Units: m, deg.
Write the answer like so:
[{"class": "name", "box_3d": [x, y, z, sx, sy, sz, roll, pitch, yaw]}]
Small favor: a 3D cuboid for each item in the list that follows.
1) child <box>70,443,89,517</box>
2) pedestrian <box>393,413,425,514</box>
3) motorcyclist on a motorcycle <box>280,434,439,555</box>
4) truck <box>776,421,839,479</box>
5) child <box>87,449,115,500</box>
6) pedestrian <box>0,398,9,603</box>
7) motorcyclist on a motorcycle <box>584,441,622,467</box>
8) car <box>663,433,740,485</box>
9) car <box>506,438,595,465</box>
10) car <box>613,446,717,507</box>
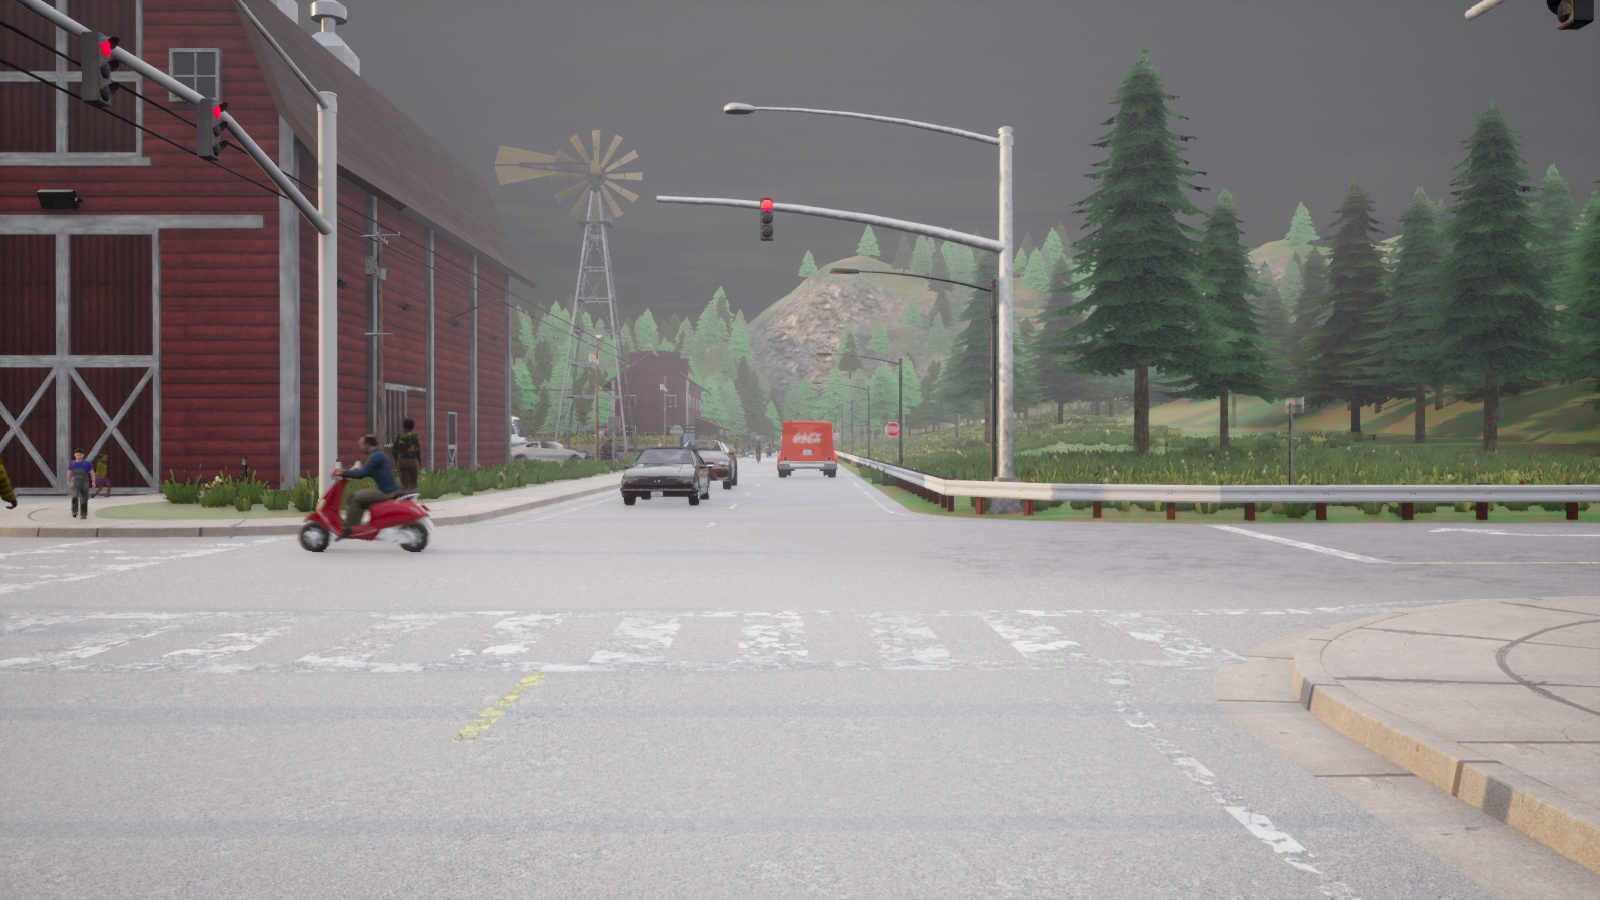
[{"class": "child", "box_3d": [-12.356, 0.506, 21.534, 0.270, 1.263, 0.437, 0, 0, -27]}, {"class": "pedestrian", "box_3d": [-7.644, 0.257, 24.546, 0.395, 1.930, 0.692, 0, 0, 2]}, {"class": "motorcyclist on a motorcycle", "box_3d": [-5.874, 0.579, 16.825, 1.817, 1.590, 0.866, 0, 0, -1]}, {"class": "truck", "box_3d": [0.322, -0.044, 55.448, 2.627, 2.467, 5.204, 0, 1, 0]}, {"class": "child", "box_3d": [-15.986, 0.563, 28.734, 0.473, 1.160, 0.299, 0, 0, -2]}, {"class": "pedestrian", "box_3d": [-7.340, 0.454, 11.041, 0.370, 1.835, 0.726, 0, 0, -6]}, {"class": "motorcyclist on a motorcycle", "box_3d": [-12.474, 0.237, 79.663, 2.350, 1.649, 0.766, 0, 0, -4]}, {"class": "car", "box_3d": [-3.251, 0.283, 42.350, 2.152, 1.651, 5.027, 0, 0, 0]}, {"class": "car", "box_3d": [-15.085, 0.083, 76.106, 5.027, 1.651, 2.152, 0, 0, -1]}, {"class": "car", "box_3d": [-3.308, 0.611, 31.870, 2.033, 1.411, 5.357, 0, 0, 0]}]
